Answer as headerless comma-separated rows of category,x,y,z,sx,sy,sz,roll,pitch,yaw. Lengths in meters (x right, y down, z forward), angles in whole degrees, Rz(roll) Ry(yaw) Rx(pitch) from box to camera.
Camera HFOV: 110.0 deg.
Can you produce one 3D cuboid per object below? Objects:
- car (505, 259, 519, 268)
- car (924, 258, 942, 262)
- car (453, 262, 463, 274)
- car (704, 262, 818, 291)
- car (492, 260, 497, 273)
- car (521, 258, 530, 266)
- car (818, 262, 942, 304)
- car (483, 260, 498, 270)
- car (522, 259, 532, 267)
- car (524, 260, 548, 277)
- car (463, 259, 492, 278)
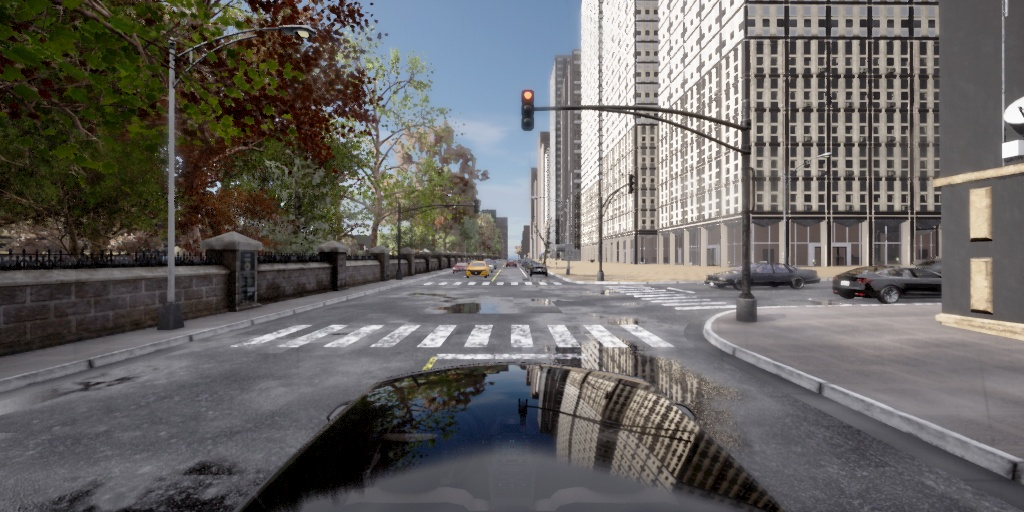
car,-0.100,1.319,64.314,1.812,1.442,4.674,0,0,0
car,23.682,0.837,19.410,4.892,1.490,1.837,-1,0,-1
car,-5.820,1.351,41.688,1.802,1.307,4.207,0,0,0
car,13.391,1.054,19.310,5.357,1.411,2.033,-1,0,-1
car,-3.233,1.372,44.316,1.895,1.301,4.718,0,0,0
car,2.542,1.339,47.348,1.948,1.339,4.313,0,0,0
car,14.647,1.026,13.540,4.313,1.339,1.948,0,0,0
car,-3.260,1.329,54.871,2.033,1.411,5.357,0,0,0
car,2.560,1.335,41.716,1.948,1.339,4.313,0,0,0
car,2.578,1.330,36.083,1.948,1.339,4.313,0,0,0
car,-3.203,1.241,34.253,1.882,1.535,5.008,0,0,0
